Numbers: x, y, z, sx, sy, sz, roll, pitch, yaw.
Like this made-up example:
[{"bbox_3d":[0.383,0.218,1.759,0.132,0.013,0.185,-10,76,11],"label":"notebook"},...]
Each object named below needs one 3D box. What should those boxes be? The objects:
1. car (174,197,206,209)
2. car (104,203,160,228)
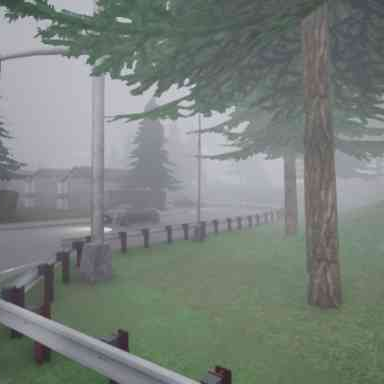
[{"bbox_3d":[-0.310,1.293,40.493,4.181,1.385,1.994,1,0,45],"label":"car"},{"bbox_3d":[-3.881,1.378,20.806,1.994,1.385,4.181,1,1,35],"label":"car"}]
